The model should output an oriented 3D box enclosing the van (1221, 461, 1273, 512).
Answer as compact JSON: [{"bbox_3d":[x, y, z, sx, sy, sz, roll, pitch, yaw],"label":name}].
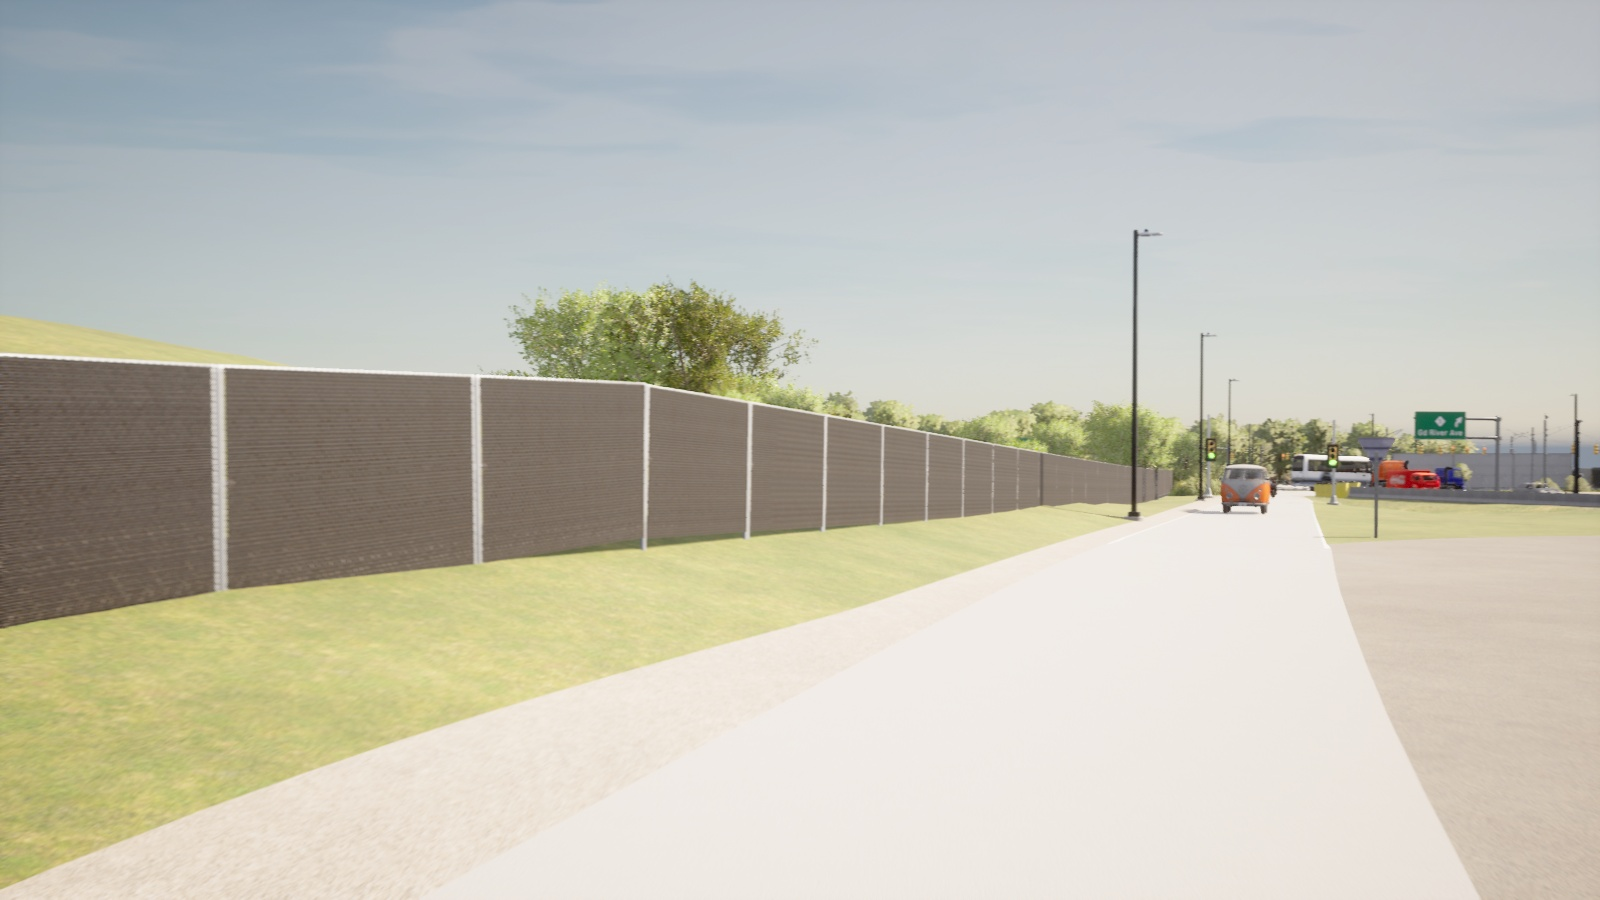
[{"bbox_3d":[18.356,1.458,51.487,1.775,1.987,4.442,0,-1,22],"label":"van"}]
